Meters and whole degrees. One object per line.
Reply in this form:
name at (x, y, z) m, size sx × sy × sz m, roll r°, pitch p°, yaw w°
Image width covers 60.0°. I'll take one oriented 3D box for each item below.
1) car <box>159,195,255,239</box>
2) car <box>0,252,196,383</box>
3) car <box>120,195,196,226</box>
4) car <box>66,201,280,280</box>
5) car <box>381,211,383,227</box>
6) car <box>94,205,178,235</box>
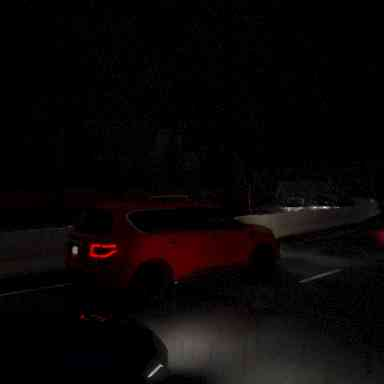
car at (1.029, 1.238, 18.765) m, size 5.566 × 2.045 × 2.150 m, roll 0°, pitch 0°, yaw -43°
car at (-2.320, 1.536, 2.246) m, size 4.674 × 1.442 × 1.812 m, roll 0°, pitch 0°, yaw -36°
car at (-2.415, 1.255, 25.130) m, size 5.566 × 2.045 × 2.150 m, roll 0°, pitch 0°, yaw -45°
car at (-0.204, 1.231, 8.212) m, size 5.566 × 2.045 × 2.150 m, roll 0°, pitch 0°, yaw -38°
car at (13.914, 1.473, 21.950) m, size 2.128 × 1.511 × 4.902 m, roll 0°, pitch 0°, yaw 41°
car at (-3.181, 1.556, 19.689) m, size 4.674 × 1.442 × 1.812 m, roll 0°, pitch 0°, yaw -42°
